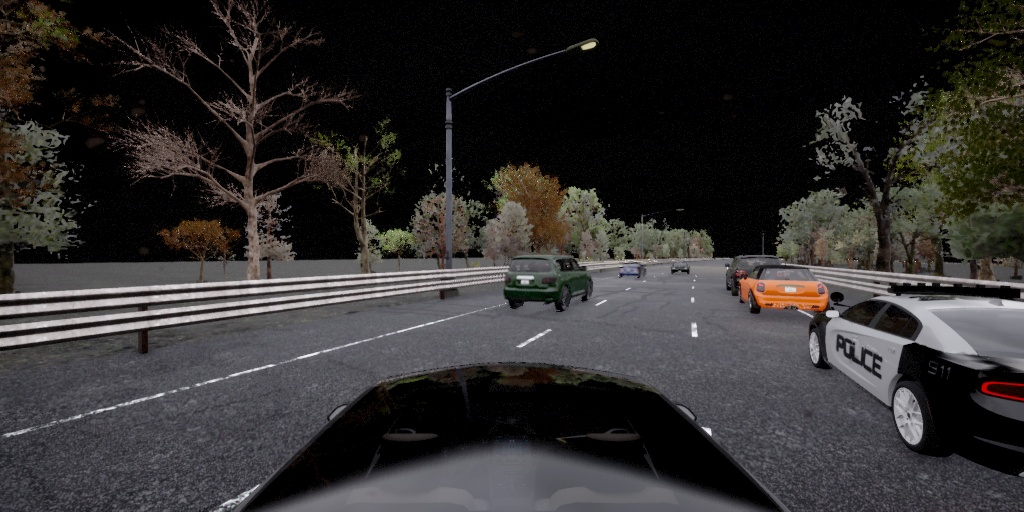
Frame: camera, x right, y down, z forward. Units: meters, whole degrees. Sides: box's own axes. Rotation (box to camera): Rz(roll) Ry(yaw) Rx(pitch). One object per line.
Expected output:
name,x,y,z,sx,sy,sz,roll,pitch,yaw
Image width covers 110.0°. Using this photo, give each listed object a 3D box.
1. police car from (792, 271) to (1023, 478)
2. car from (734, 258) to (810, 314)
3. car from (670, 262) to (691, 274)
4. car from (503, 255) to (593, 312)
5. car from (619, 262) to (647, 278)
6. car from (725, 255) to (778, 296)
police car,5.596,1.175,4.682,1.930,1.638,5.238,0,0,26
car,9.899,1.102,13.415,2.097,1.767,4.553,0,0,27
car,19.238,1.369,40.818,1.895,1.301,4.718,0,0,28
car,1.659,0.974,14.662,2.150,2.045,5.566,0,0,27
car,11.358,1.307,33.555,2.033,1.411,5.357,0,0,28
car,12.599,0.978,18.755,2.150,2.045,5.566,0,0,27
